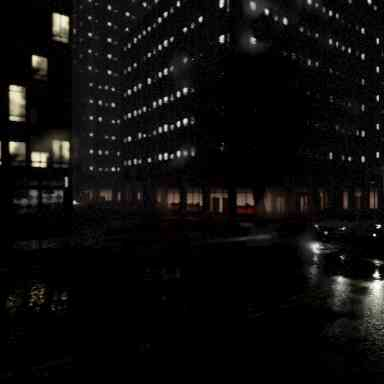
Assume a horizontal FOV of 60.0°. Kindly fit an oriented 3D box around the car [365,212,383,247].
[{"bbox_3d":[10.533,1.460,15.185,5.566,2.045,2.150,1,-1,-35],"label":"car"}]

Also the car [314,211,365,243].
[{"bbox_3d":[8.485,1.761,17.714,4.674,1.442,1.812,1,-1,-35],"label":"car"}]
